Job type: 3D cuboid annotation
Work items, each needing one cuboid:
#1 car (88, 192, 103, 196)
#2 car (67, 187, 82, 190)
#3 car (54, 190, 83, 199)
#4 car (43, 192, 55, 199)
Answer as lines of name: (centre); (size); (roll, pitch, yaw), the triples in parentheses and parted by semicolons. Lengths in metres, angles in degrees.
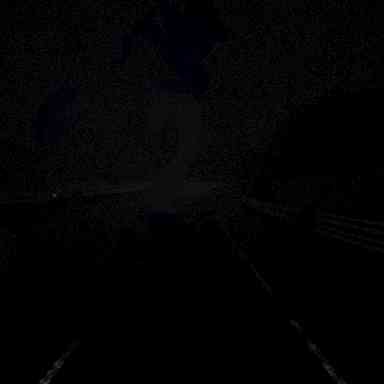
car: (-16.194, 0.737, 55.997); (1.994, 1.385, 4.181); (0, 2, 3)
car: (-22.782, 0.145, 63.933); (2.150, 2.045, 5.566); (0, 2, 3)
car: (-19.818, 0.807, 53.571); (1.994, 1.385, 4.181); (0, 2, 3)
car: (-25.733, 0.617, 61.613); (1.895, 1.301, 4.718); (0, 2, 0)
